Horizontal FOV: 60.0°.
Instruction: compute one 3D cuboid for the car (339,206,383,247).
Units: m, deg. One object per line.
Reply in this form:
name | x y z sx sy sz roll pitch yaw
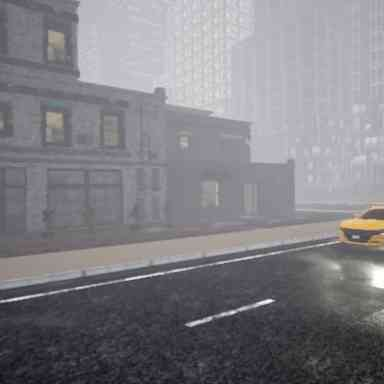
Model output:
car | 7.864 1.307 13.285 5.008 1.535 1.882 -1 0 -35
